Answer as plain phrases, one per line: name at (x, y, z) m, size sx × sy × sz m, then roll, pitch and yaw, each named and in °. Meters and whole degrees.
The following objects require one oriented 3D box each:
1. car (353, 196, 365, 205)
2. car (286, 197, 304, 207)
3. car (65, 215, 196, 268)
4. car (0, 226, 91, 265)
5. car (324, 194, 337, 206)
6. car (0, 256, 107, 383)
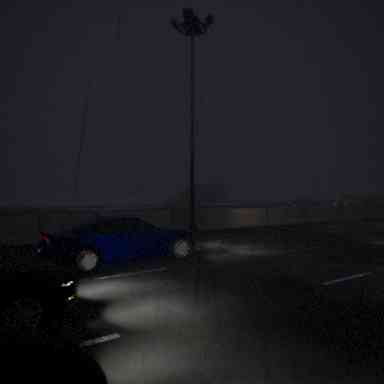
car at (19.814, 1.283, 38.637) m, size 4.553 × 1.767 × 2.097 m, roll 0°, pitch 0°, yaw -23°
car at (14.188, 1.398, 43.819) m, size 5.008 × 1.535 × 1.882 m, roll 0°, pitch 0°, yaw -24°
car at (-2.189, 1.457, 10.599) m, size 5.008 × 1.535 × 1.882 m, roll 0°, pitch 0°, yaw -34°
car at (-4.271, 1.496, 4.915) m, size 4.892 × 1.490 × 1.837 m, roll 0°, pitch 0°, yaw -36°
car at (19.424, 1.145, 42.305) m, size 5.566 × 2.045 × 2.150 m, roll 0°, pitch 0°, yaw -23°
car at (-2.839, 1.501, 1.636) m, size 4.892 × 1.490 × 1.837 m, roll 0°, pitch 0°, yaw -36°
